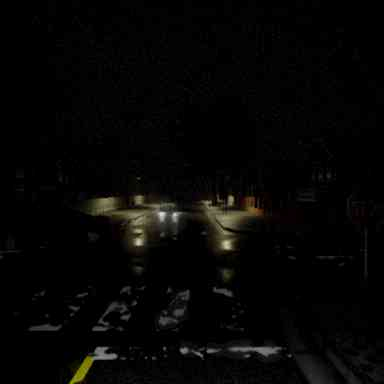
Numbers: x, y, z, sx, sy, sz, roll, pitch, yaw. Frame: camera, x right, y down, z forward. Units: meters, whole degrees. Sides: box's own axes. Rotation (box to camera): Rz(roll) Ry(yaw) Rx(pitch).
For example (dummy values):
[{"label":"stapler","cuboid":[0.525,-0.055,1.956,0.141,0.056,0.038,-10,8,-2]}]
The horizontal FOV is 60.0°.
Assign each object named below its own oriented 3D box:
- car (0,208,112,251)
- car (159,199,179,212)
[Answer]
[{"label":"car","cuboid":[-5.955,1.476,14.211,5.008,1.535,1.882,0,4,-34]},{"label":"car","cuboid":[-2.709,1.505,39.163,1.812,1.442,4.674,0,0,0]}]
